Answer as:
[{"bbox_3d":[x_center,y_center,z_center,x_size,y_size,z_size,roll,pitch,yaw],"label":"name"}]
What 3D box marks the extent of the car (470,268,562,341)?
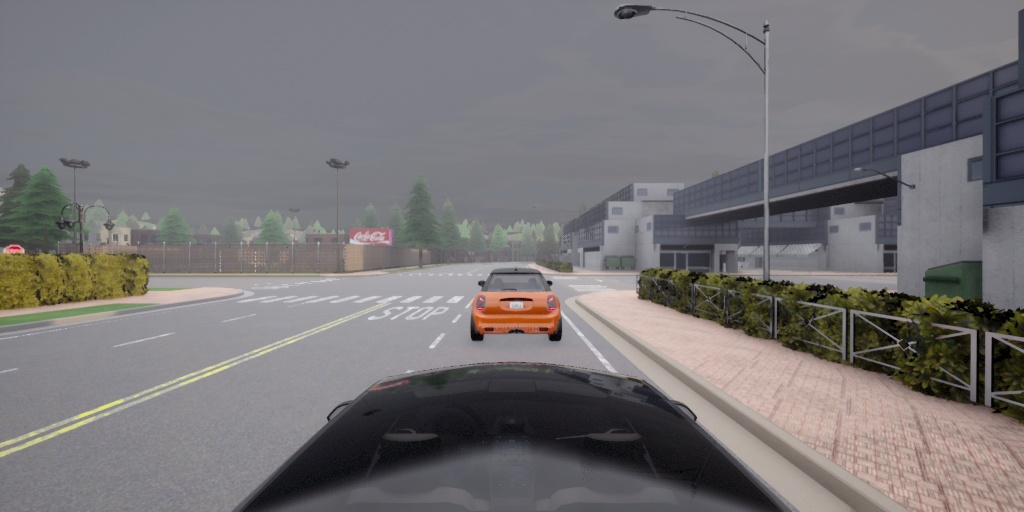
[{"bbox_3d":[0.096,1.102,10.005,2.097,1.767,4.553,0,0,0],"label":"car"}]
